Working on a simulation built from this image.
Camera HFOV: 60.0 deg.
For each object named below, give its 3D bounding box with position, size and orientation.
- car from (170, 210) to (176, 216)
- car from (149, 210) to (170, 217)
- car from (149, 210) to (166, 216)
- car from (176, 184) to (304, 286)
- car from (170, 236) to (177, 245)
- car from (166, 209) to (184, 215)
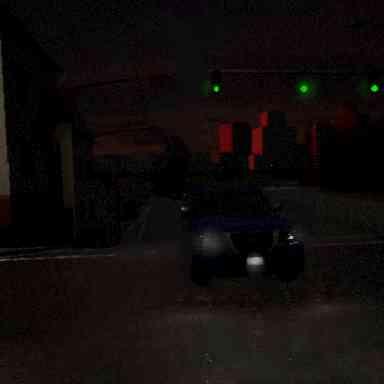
[{"bbox_3d":[-4.553,5.604,89.829,4.974,1.542,2.038,-4,3,-41],"label":"car"},{"bbox_3d":[-9.142,5.770,89.452,4.974,1.542,2.038,0,3,39],"label":"car"},{"bbox_3d":[-9.188,5.613,89.478,4.536,1.218,1.853,0,3,39],"label":"car"},{"bbox_3d":[0.877,0.835,8.658,2.150,2.045,5.566,-2,1,-5],"label":"car"},{"bbox_3d":[-1.127,5.028,33.077,1.882,1.535,5.008,-2,-10,-5],"label":"car"},{"bbox_3d":[-4.519,5.444,89.857,4.536,1.218,1.853,-4,3,-41],"label":"car"}]
